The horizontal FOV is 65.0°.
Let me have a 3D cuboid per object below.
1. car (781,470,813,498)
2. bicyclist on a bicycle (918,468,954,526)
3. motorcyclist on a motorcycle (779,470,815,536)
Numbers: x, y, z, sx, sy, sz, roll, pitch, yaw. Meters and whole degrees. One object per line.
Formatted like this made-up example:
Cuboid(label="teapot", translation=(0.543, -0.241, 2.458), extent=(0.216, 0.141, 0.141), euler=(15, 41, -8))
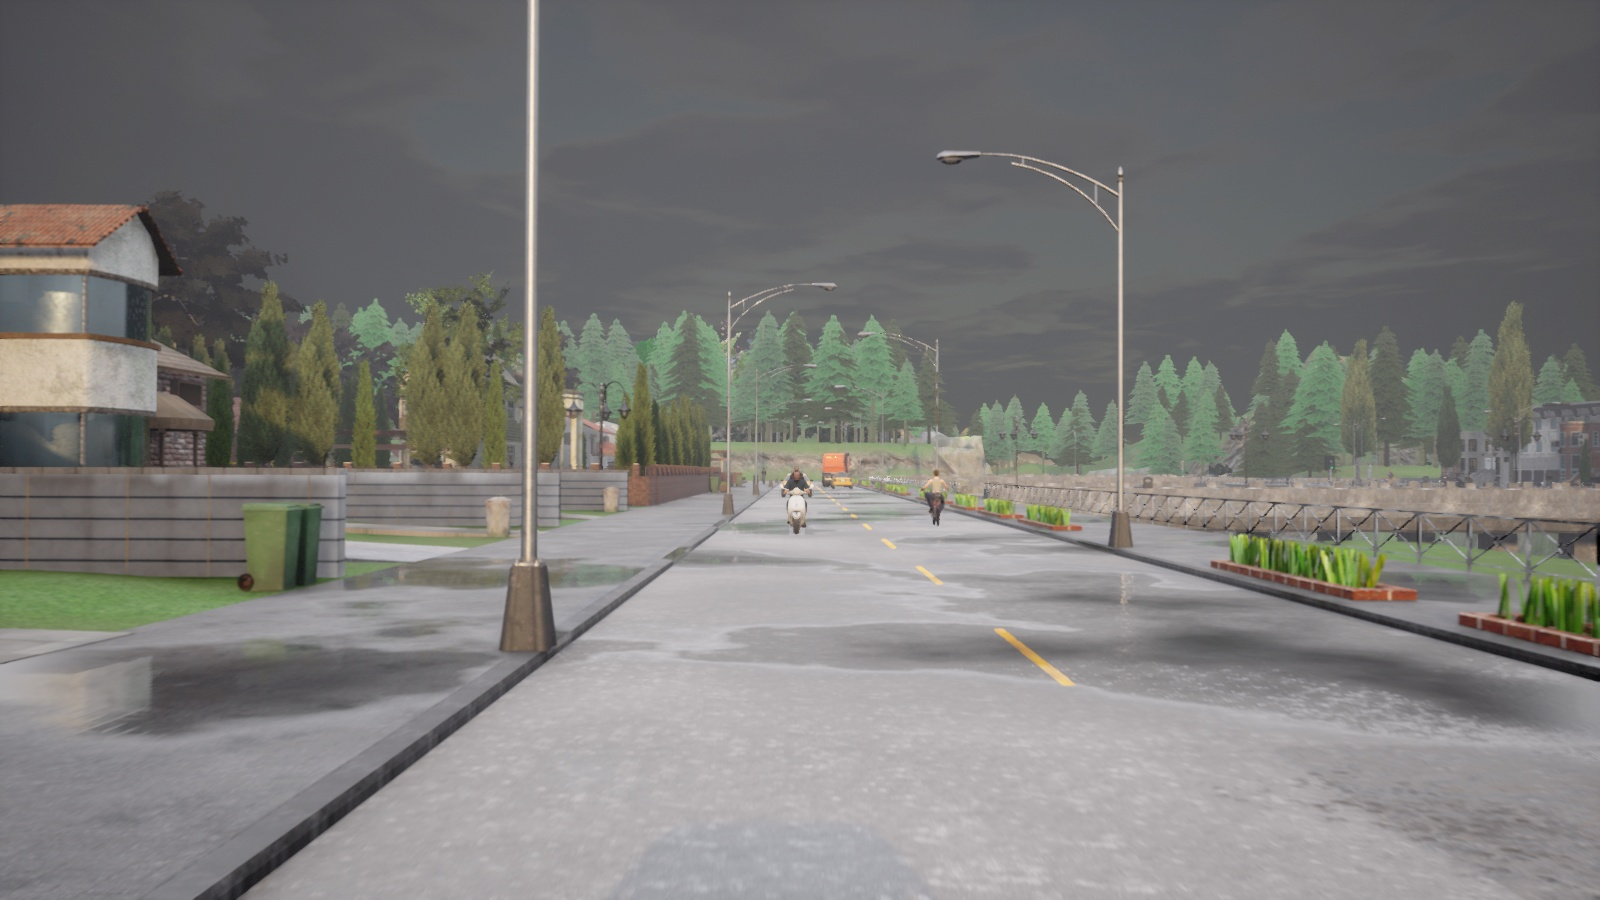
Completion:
Cuboid(label="car", translation=(-0.178, 2.018, 75.510), extent=(1.801, 1.575, 5.366), euler=(0, -1, 0))
Cuboid(label="bicyclist on a bicycle", translation=(3.910, 1.343, 36.273), extent=(0.866, 1.612, 1.509), euler=(0, -1, 0))
Cuboid(label="motorcyclist on a motorcycle", translation=(-0.074, 1.294, 31.392), extent=(0.866, 1.590, 1.817), euler=(0, -1, 0))
